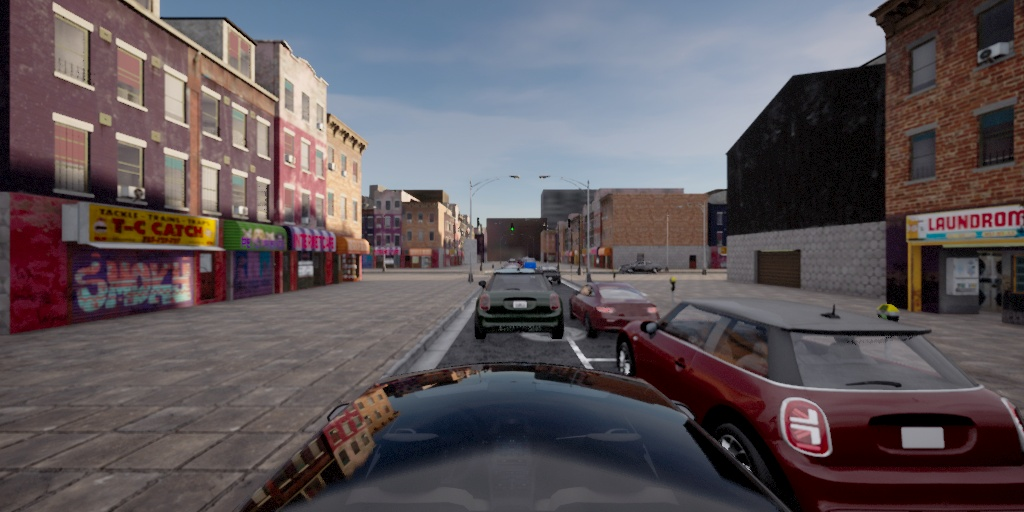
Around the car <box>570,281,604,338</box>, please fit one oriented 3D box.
[{"bbox_3d":[2.646,1.338,9.922,1.802,1.307,4.207,0,0,0],"label":"car"}]

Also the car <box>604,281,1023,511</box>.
[{"bbox_3d":[2.640,1.191,4.242,1.967,1.591,4.097,0,0,0],"label":"car"}]

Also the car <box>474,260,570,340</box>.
[{"bbox_3d":[0.115,1.109,10.155,2.097,1.767,4.553,0,0,-2],"label":"car"}]

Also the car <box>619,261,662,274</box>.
[{"bbox_3d":[15.026,1.322,41.993,4.902,1.511,2.128,0,0,0],"label":"car"}]

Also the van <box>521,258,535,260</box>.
[{"bbox_3d":[2.691,1.206,53.960,1.690,1.789,3.998,0,0,0],"label":"van"}]
